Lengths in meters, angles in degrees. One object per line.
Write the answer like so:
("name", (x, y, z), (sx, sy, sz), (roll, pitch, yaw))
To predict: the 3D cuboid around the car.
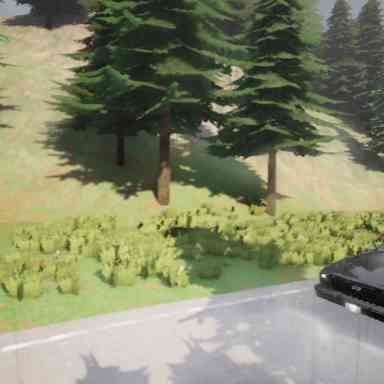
("car", (4.934, 1.452, 6.454), (5.357, 1.411, 2.033), (0, 1, -27))
